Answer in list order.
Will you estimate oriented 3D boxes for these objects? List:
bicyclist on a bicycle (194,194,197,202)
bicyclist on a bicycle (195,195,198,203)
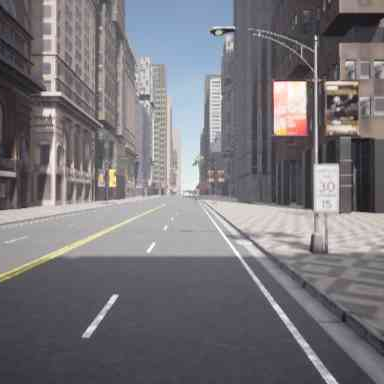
[{"bbox_3d":[0.921,1.434,79.374,0.659,1.776,1.843,2,1,0],"label":"bicyclist on a bicycle"},{"bbox_3d":[0.913,1.417,70.375,0.659,1.776,1.843,1,1,0],"label":"bicyclist on a bicycle"}]
